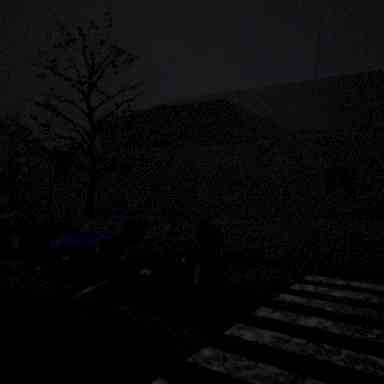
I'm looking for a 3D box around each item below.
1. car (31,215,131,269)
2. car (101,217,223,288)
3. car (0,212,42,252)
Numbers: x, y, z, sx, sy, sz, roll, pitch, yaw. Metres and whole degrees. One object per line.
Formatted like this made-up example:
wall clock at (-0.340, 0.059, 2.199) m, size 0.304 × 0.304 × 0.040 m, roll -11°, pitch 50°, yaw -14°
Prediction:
car at (-2.747, 1.582, 11.456) m, size 2.097 × 1.535 × 5.008 m, roll 0°, pitch -1°, yaw 16°
car at (-0.339, 1.542, 9.731) m, size 2.097 × 1.535 × 5.008 m, roll 0°, pitch -1°, yaw 16°
car at (-7.543, 1.671, 14.914) m, size 2.231 × 1.521 × 4.892 m, roll -1°, pitch -1°, yaw 17°
